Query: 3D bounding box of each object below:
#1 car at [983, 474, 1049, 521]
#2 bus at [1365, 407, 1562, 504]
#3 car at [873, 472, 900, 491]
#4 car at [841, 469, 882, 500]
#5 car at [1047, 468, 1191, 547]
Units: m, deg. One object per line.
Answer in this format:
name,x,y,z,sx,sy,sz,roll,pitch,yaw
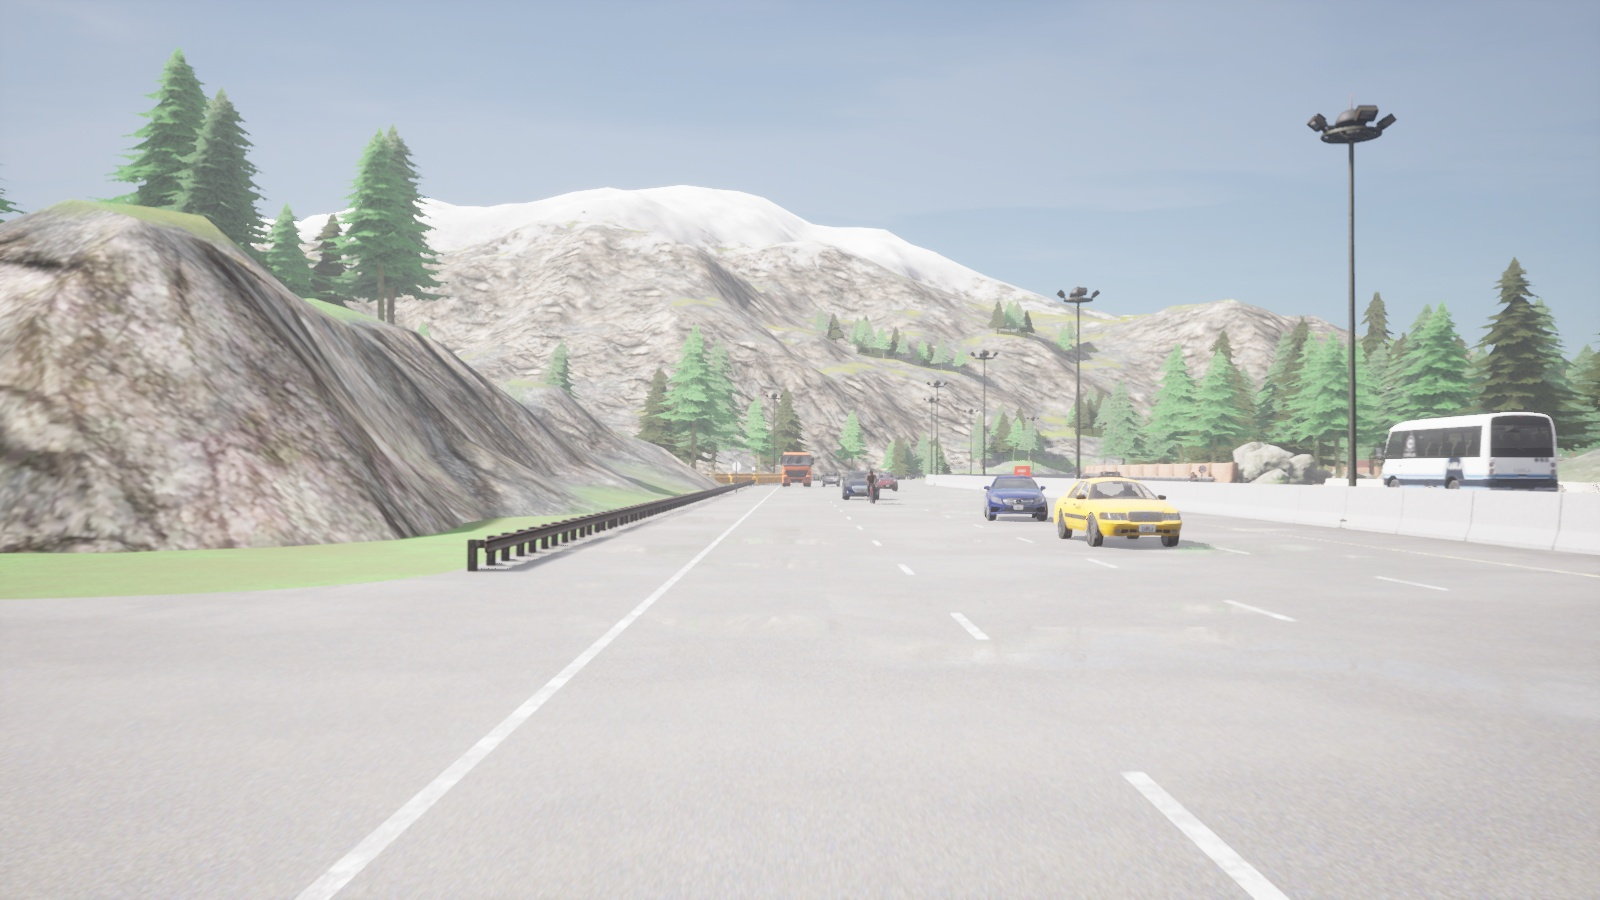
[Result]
car,7.004,1.501,41.139,1.812,1.442,4.674,0,-1,6
bus,31.349,0.319,60.094,3.944,4.253,10.273,0,-1,0
car,6.763,2.447,98.300,1.845,1.501,3.633,0,-1,0
car,3.333,1.886,68.965,2.033,1.649,4.856,0,-1,0
car,6.932,1.193,27.901,1.801,1.575,5.366,0,-1,0
